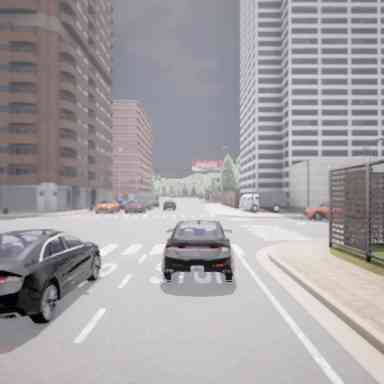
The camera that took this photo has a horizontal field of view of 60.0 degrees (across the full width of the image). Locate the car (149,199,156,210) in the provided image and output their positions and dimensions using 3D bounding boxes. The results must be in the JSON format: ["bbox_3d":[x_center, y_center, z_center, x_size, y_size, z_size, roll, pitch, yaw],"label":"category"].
[{"bbox_3d":[-7.077,2.019,50.878,1.837,1.490,4.892,0,-1,0],"label":"car"}]

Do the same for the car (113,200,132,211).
[{"bbox_3d":[-10.576,1.992,50.979,1.882,1.535,5.008,0,-1,0],"label":"car"}]

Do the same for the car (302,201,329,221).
[{"bbox_3d":[12.101,1.591,29.154,4.553,1.767,2.097,0,-1,0],"label":"car"}]

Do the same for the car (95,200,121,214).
[{"bbox_3d":[-10.579,1.774,41.756,2.097,1.767,4.553,0,-1,0],"label":"car"}]

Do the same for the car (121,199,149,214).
[{"bbox_3d":[-7.055,1.774,41.747,2.097,1.767,4.553,0,-1,0],"label":"car"}]

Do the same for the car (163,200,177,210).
[{"bbox_3d":[-3.392,2.026,51.648,1.837,1.490,4.892,0,-1,0],"label":"car"}]

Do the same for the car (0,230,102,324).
[{"bbox_3d":[-3.398,1.566,7.276,2.128,1.511,4.902,0,-1,0],"label":"car"}]

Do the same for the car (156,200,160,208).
[{"bbox_3d":[-7.051,2.093,60.925,1.882,1.535,5.008,0,-1,0],"label":"car"}]

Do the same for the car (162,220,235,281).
[{"bbox_3d":[0.218,1.596,10.188,2.128,1.511,4.902,0,0,2],"label":"car"}]

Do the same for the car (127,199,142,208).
[{"bbox_3d":[-10.545,2.098,61.442,1.882,1.535,5.008,0,-1,1],"label":"car"}]
